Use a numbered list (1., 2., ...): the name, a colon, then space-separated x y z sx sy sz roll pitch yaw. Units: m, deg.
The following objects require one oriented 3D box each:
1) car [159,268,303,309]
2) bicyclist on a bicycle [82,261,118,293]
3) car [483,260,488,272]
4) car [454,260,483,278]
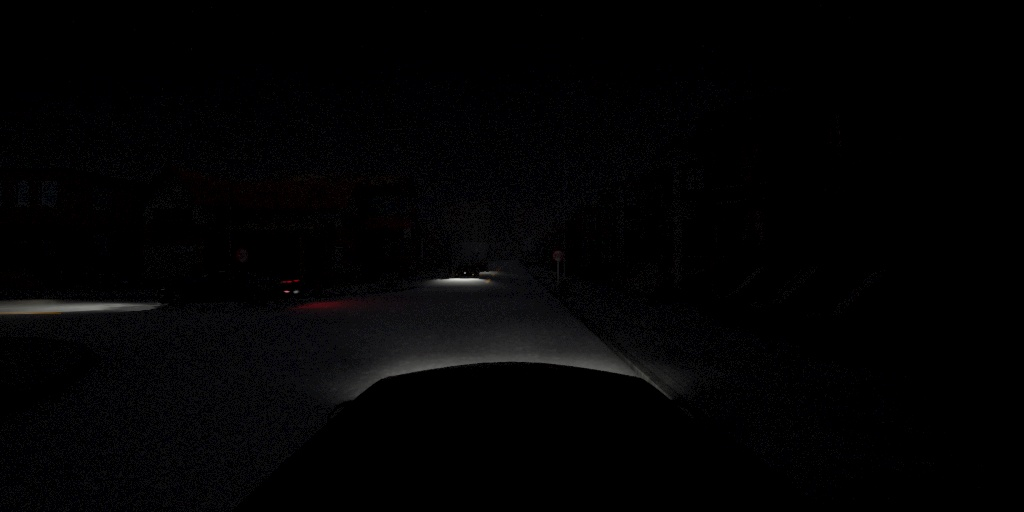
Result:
1. car: -11.131 1.241 14.357 4.902 1.511 2.128 0 0 -3
2. bicyclist on a bicycle: -21.605 1.099 18.841 0.582 1.620 1.656 0 0 0
3. car: -4.155 1.228 46.872 1.882 1.535 5.008 0 1 0
4. car: -4.150 1.314 33.575 1.994 1.385 4.181 0 0 0
